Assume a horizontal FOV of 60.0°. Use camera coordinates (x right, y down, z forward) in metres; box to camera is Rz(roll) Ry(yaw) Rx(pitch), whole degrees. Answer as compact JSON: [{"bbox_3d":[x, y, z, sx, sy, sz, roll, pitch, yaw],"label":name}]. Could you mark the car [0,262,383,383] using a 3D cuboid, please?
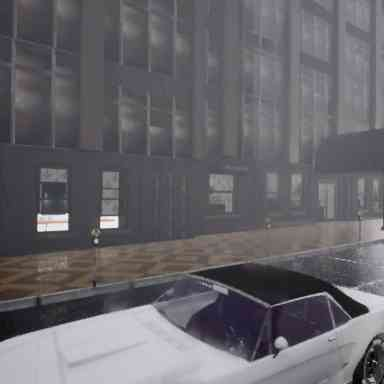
[{"bbox_3d":[0.417,1.601,3.663,4.718,1.301,1.895,0,0,-35],"label":"car"}]
